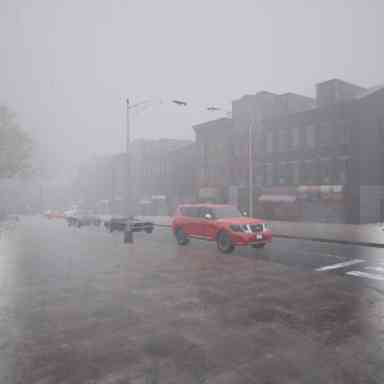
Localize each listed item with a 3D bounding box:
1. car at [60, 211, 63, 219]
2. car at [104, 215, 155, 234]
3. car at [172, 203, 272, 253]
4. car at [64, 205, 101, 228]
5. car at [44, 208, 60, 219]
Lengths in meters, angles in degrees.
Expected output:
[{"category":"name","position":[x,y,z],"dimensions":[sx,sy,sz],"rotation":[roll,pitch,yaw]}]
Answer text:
[{"category":"car","position":[-15.173,2.799,43.790],"dimensions":[2.150,2.045,5.566],"rotation":[0,-2,-35]},{"category":"car","position":[-4.556,2.291,23.841],"dimensions":[1.895,1.301,4.718],"rotation":[0,-2,-36]},{"category":"car","position":[1.160,1.566,15.837],"dimensions":[2.150,2.045,5.566],"rotation":[0,-2,-35]},{"category":"car","position":[-10.490,2.441,32.167],"dimensions":[2.097,1.767,4.553],"rotation":[0,-2,-35]},{"category":"car","position":[-22.686,3.481,54.325],"dimensions":[2.097,1.767,4.553],"rotation":[0,-2,-36]}]
